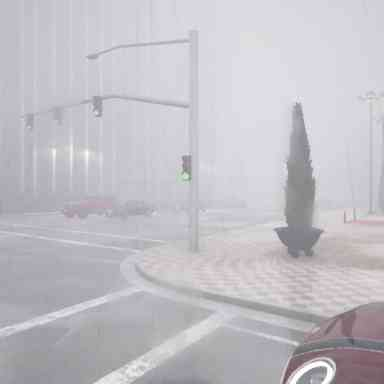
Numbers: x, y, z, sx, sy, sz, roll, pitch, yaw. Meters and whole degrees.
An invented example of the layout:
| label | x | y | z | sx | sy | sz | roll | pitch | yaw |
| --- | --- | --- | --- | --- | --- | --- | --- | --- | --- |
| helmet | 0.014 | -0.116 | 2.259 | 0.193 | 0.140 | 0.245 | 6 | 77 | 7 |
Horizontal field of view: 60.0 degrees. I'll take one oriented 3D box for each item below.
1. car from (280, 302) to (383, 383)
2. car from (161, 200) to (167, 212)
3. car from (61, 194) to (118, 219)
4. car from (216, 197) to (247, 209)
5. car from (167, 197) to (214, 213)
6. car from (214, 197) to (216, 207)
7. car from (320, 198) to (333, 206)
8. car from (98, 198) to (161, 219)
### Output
| label | x | y | z | sx | sy | sz | roll | pitch | yaw |
| --- | --- | --- | --- | --- | --- | --- | --- | --- | --- |
| car | 2.830 | 1.352 | 1.952 | 4.553 | 1.767 | 2.097 | 0 | 0 | 36 |
| car | -3.193 | 1.563 | 38.070 | 1.994 | 1.385 | 4.181 | 0 | 0 | 35 |
| car | -8.898 | 1.220 | 29.884 | 2.150 | 2.045 | 5.566 | 0 | 0 | 35 |
| car | 5.721 | 1.490 | 44.722 | 2.128 | 1.511 | 4.902 | 0 | 0 | 35 |
| car | -0.092 | 1.490 | 36.405 | 2.128 | 1.511 | 4.902 | 0 | 0 | 35 |
| car | 2.638 | 1.476 | 46.422 | 1.882 | 1.535 | 5.008 | 0 | 0 | 35 |
| car | 22.627 | 1.600 | 56.418 | 1.895 | 1.301 | 4.718 | 0 | 0 | 34 |
| car | -5.303 | 1.490 | 28.933 | 2.128 | 1.511 | 4.902 | 0 | 0 | 35 |
